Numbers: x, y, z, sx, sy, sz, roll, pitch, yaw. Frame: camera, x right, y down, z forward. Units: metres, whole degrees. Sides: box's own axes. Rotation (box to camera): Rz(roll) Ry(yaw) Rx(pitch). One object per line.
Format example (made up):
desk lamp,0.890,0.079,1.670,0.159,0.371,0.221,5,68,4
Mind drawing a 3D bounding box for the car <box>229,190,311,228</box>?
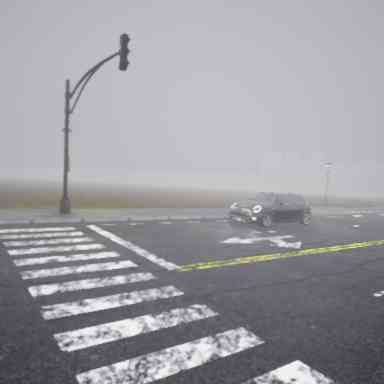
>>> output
car,4.089,0.768,17.144,4.553,1.767,2.097,2,4,-36
